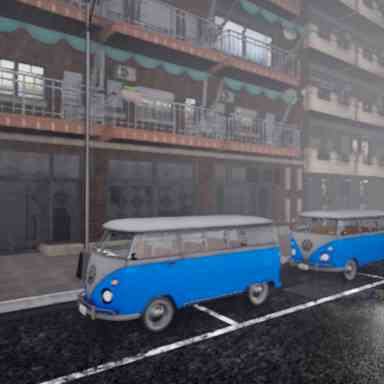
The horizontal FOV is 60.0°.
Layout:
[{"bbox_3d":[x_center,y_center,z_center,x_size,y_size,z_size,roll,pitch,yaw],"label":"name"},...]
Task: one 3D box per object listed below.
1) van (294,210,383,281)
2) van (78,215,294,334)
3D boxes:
[{"bbox_3d":[4.609,1.435,9.851,3.998,1.788,1.690,1,-1,-35],"label":"van"},{"bbox_3d":[-0.028,1.378,6.544,3.998,1.788,1.690,1,-1,-35],"label":"van"}]
